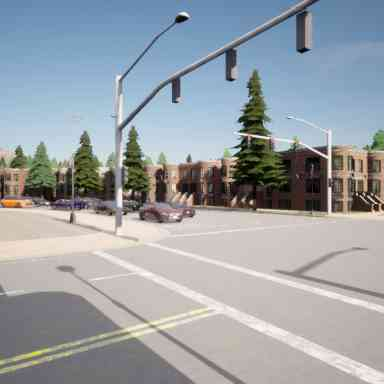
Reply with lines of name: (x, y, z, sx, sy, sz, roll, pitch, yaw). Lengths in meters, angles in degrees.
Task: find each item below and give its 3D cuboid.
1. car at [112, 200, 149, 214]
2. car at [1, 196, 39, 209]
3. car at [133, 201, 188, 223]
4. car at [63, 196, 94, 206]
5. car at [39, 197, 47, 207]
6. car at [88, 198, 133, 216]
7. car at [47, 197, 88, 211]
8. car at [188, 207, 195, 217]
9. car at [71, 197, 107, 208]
car: (-6.883, 1.601, 37.031, 1.895, 1.301, 4.718, 0, 0, -41)
car: (-23.846, 1.352, 45.577, 4.553, 1.767, 2.097, 0, 0, 24)
car: (-2.520, 1.526, 25.579, 1.812, 1.442, 4.674, 0, 0, -35)
car: (-18.804, 1.477, 54.916, 5.008, 1.535, 1.882, 0, 0, 26)
car: (-23.177, 1.491, 49.133, 4.902, 1.511, 2.128, 0, 0, 23)
car: (-8.191, 1.547, 33.265, 2.033, 1.411, 5.357, 0, 0, -38)
car: (-15.099, 1.601, 40.235, 4.718, 1.301, 1.895, 0, 0, 37)
car: (-1.529, 1.564, 30.097, 1.994, 1.385, 4.181, 0, 0, -37)
car: (-15.227, 1.547, 49.191, 5.357, 1.411, 2.033, 0, 0, 32)
